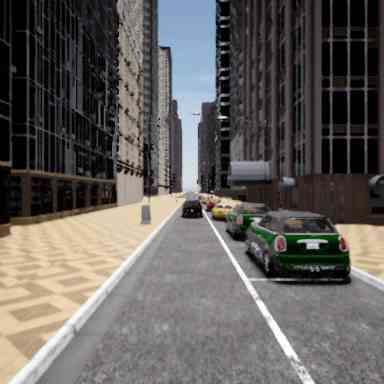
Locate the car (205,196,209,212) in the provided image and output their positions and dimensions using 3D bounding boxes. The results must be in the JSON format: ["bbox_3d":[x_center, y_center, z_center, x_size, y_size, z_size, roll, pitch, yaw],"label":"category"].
[{"bbox_3d":[2.544,1.539,38.892,1.887,1.381,4.507,0,0,0],"label":"car"}]

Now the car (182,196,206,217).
[{"bbox_3d":[0.035,1.474,31.353,1.882,1.535,5.008,0,0,0],"label":"car"}]

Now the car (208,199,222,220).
[{"bbox_3d":[2.550,1.523,27.960,1.752,1.417,4.829,0,0,0],"label":"car"}]

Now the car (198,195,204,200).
[{"bbox_3d":[2.516,1.491,94.576,1.752,1.417,4.829,0,0,0],"label":"car"}]

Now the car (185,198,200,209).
[{"bbox_3d":[0.053,1.557,45.443,1.994,1.385,4.181,0,0,0],"label":"car"}]

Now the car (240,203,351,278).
[{"bbox_3d":[2.982,1.352,10.342,2.097,1.767,4.553,0,0,0],"label":"car"}]

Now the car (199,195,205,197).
[{"bbox_3d":[2.533,1.512,61.268,1.752,1.417,4.829,0,0,0],"label":"car"}]

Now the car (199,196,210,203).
[{"bbox_3d":[2.530,1.535,66.649,2.008,1.369,4.403,0,0,0],"label":"car"}]

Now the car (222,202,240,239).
[{"bbox_3d":[2.979,1.352,17.342,2.097,1.767,4.553,0,0,0],"label":"car"}]

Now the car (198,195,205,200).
[{"bbox_3d":[2.519,1.515,88.854,1.887,1.381,4.507,0,0,0],"label":"car"}]
